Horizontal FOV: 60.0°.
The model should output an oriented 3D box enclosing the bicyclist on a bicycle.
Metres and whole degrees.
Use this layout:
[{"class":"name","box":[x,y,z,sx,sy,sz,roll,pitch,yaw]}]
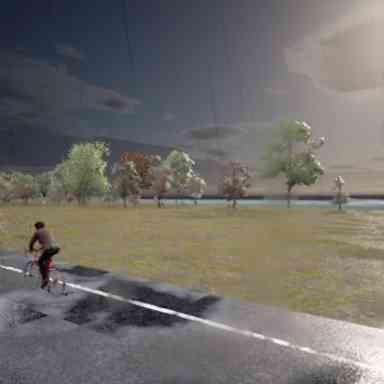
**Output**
[{"class":"bicyclist on a bicycle","box":[-3.349,1.488,7.490,1.656,1.620,0.582,0,-1,36]}]
